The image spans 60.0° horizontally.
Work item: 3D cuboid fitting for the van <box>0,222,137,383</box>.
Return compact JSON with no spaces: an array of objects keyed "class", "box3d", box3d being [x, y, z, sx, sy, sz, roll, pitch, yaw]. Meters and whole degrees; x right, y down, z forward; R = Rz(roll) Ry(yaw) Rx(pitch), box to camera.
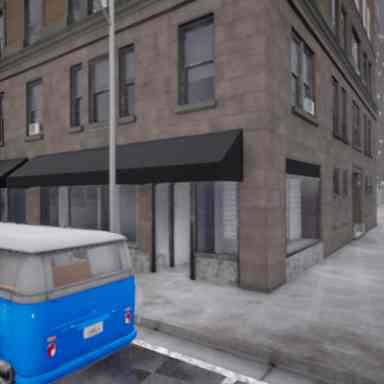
[{"class":"van","box3d":[-2.664,1.399,4.966,3.998,1.788,1.690,-1,0,35]}]
